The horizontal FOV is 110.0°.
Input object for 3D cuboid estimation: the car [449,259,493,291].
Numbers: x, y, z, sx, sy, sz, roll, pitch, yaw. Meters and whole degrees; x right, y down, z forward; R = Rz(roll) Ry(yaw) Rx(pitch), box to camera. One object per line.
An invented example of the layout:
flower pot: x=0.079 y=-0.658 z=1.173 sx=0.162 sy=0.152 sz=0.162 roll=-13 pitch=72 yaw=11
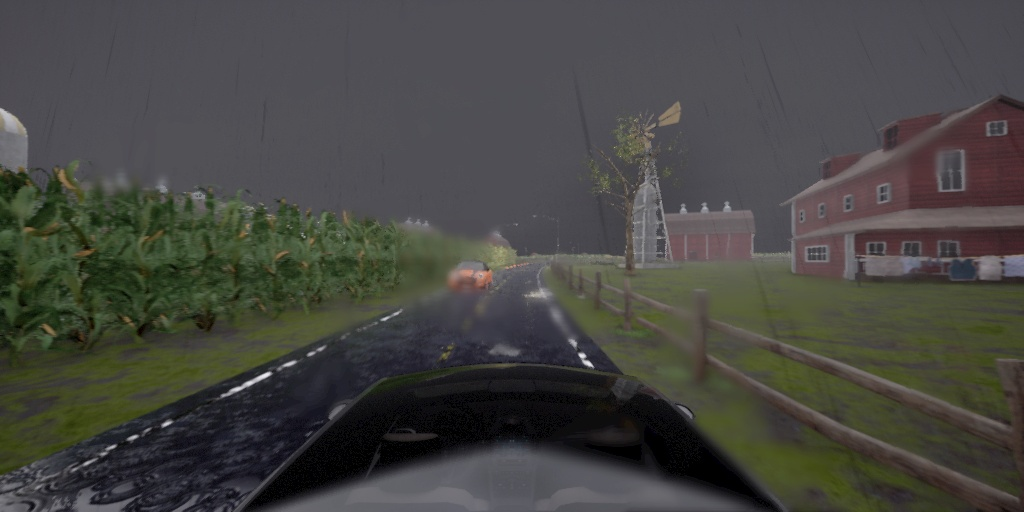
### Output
car: x=-2.361 y=1.101 z=21.698 sx=2.097 sy=1.767 sz=4.553 roll=0 pitch=0 yaw=3

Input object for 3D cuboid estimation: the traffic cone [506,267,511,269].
traffic cone: x=-0.760 y=1.706 z=55.078 sx=0.340 sy=0.580 sz=0.340 roll=0 pitch=0 yaw=7

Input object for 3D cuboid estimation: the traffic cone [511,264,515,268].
traffic cone: x=-0.160 y=1.707 z=60.069 sx=0.340 sy=0.580 sz=0.340 roll=0 pitch=0 yaw=7
